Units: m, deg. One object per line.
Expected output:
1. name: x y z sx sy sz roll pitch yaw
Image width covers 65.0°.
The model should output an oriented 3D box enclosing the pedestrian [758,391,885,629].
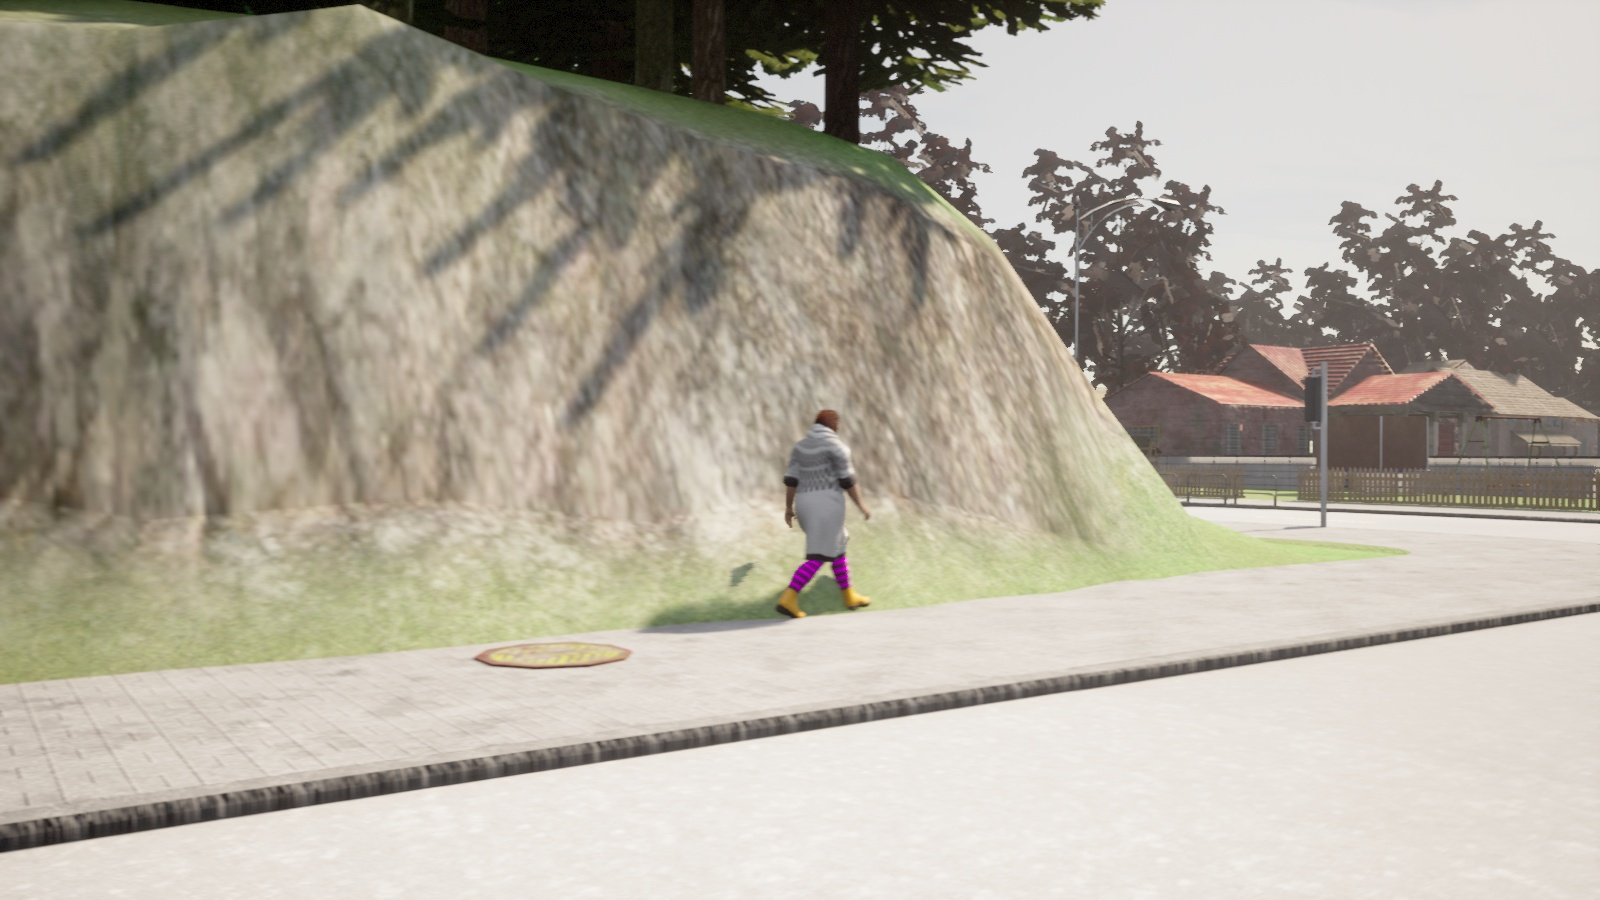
1. pedestrian: 0.187 0.491 10.826 0.873 1.952 0.659 0 0 -35
